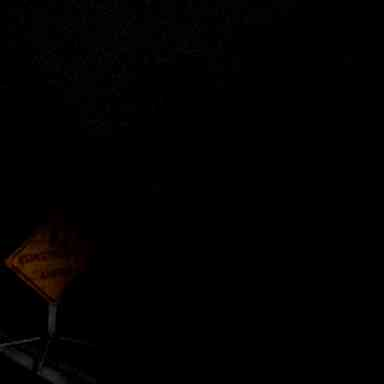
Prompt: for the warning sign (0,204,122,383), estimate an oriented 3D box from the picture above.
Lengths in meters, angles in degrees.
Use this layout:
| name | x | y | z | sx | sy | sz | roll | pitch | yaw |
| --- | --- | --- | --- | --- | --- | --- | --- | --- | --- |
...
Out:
| name | x | y | z | sx | sy | sz | roll | pitch | yaw |
| --- | --- | --- | --- | --- | --- | --- | --- | --- | --- |
| warning sign | -1.825 | 1.122 | 4.409 | 1.060 | 1.860 | 1.300 | 2 | -1 | 35 |
